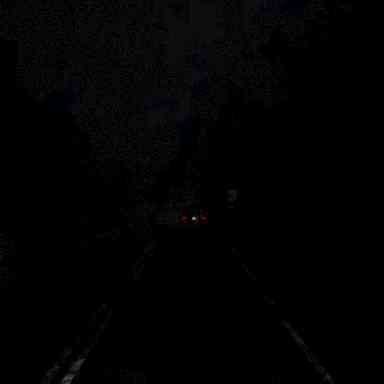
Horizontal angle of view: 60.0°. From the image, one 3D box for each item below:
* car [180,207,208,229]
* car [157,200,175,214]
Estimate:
[{"bbox_3d":[0.126,1.699,22.782,2.033,1.411,5.357,0,-1,0],"label":"car"},{"bbox_3d":[-3.248,1.812,42.345,2.097,1.767,4.553,0,-1,0],"label":"car"}]
